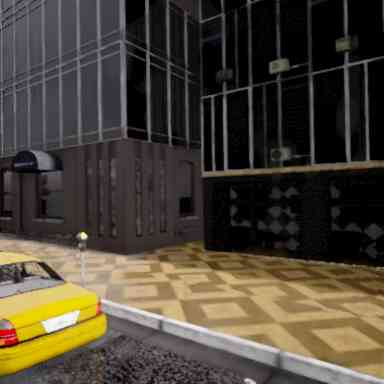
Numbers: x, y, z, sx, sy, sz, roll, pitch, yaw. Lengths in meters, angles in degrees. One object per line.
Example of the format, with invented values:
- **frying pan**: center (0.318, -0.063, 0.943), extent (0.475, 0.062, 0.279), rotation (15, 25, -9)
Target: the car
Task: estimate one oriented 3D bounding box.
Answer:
- **car**: center (-3.455, 1.531, 5.352), extent (4.829, 1.417, 1.752), rotation (0, -1, 35)
